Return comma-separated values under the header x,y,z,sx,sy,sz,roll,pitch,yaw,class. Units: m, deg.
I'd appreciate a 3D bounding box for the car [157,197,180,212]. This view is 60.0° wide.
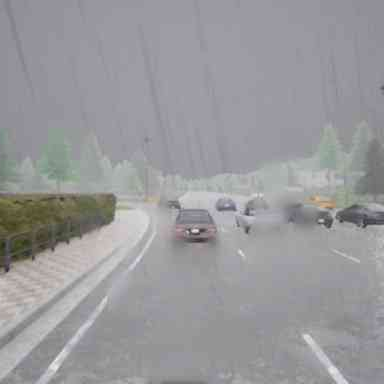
x,y,z,sx,sy,sz,roll,pitch,yaw,class
-2.503,1.283,35.388,1.837,1.490,4.892,0,0,-15,car

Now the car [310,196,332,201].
x,y,z,sx,sy,sz,roll,pitch,yaw,class
14.107,1.244,37.110,1.882,1.535,5.008,0,0,0,car

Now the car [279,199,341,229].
x,y,z,sx,sy,sz,roll,pitch,yaw,class
7.088,1.396,20.561,1.812,1.442,4.674,0,0,0,car

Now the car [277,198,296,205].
x,y,z,sx,sy,sz,roll,pitch,yaw,class
10.606,1.337,36.116,1.994,1.385,4.181,0,0,0,car

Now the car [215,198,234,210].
x,y,z,sx,sy,sz,roll,pitch,yaw,class
3.607,1.336,36.253,1.994,1.385,4.181,0,0,0,car

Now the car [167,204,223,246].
x,y,z,sx,sy,sz,roll,pitch,yaw,class
0.091,1.455,14.648,2.033,1.411,5.357,0,0,0,car

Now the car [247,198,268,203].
x,y,z,sx,sy,sz,roll,pitch,yaw,class
7.106,1.337,36.155,1.994,1.385,4.181,0,0,0,car

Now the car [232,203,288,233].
x,y,z,sx,sy,sz,roll,pitch,yaw,class
3.604,1.484,18.580,1.895,1.301,4.718,0,0,0,car

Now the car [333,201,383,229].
x,y,z,sx,sy,sz,roll,pitch,yaw,class
10.588,1.397,20.410,1.812,1.442,4.674,0,0,0,car
